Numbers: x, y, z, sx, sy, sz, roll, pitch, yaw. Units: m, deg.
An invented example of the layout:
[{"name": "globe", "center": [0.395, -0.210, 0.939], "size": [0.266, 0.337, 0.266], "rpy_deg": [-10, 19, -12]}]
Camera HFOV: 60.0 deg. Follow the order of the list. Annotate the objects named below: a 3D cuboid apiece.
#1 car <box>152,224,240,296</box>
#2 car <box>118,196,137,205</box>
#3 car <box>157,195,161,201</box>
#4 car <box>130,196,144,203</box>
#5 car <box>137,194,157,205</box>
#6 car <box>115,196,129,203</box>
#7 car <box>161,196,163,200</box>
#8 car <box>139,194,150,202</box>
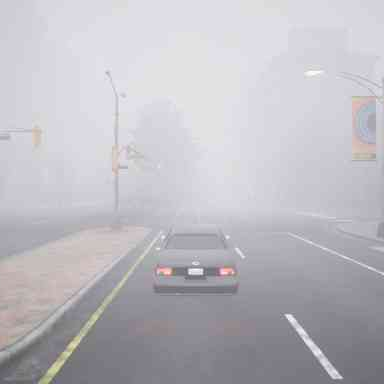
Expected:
[{"name": "car", "center": [0.087, 1.547, 8.782], "size": [2.033, 1.411, 5.357], "rpy_deg": [0, 0, 0]}, {"name": "car", "center": [-11.478, 1.491, 59.629], "size": [2.128, 1.511, 4.902], "rpy_deg": [0, 0, 0]}, {"name": "car", "center": [-7.916, 1.526, 67.462], "size": [1.812, 1.442, 4.674], "rpy_deg": [0, 0, 1]}, {"name": "car", "center": [-11.395, 1.525, 69.551], "size": [2.128, 1.511, 4.902], "rpy_deg": [0, 0, 0]}, {"name": "car", "center": [-7.983, 1.564, 58.944], "size": [1.994, 1.385, 4.181], "rpy_deg": [0, 0, 1]}, {"name": "car", "center": [-14.644, 1.595, 69.433], "size": [1.895, 1.301, 4.718], "rpy_deg": [0, 0, 0]}, {"name": "car", "center": [-7.882, 1.500, 77.791], "size": [1.837, 1.490, 4.892], "rpy_deg": [0, 0, 0]}, {"name": "car", "center": [-11.379, 1.355, 79.562], "size": [2.097, 1.767, 4.553], "rpy_deg": [0, 0, 0]}]
